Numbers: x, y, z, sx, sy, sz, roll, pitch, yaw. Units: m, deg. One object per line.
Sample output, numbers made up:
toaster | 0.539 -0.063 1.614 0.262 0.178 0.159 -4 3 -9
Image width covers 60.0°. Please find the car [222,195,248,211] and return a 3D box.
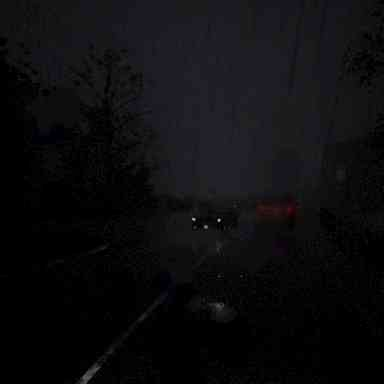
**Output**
car | 7.482 1.451 45.529 5.566 2.045 2.435 0 -1 -20

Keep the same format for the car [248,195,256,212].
car | 9.578 1.499 39.955 4.553 1.767 2.185 0 -1 -21

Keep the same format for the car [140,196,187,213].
car | -3.574 1.592 40.170 4.892 1.521 2.231 0 -1 -21

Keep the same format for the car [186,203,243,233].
car | 1.482 1.582 20.005 1.895 1.301 4.718 0 0 20

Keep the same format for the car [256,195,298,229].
car | 5.855 1.235 22.348 2.150 2.045 5.566 1 -1 17

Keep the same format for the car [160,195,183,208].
car | -3.401 1.553 54.282 2.150 2.045 5.566 0 -2 -20

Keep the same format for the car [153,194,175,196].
car | -4.537 1.380 42.796 5.566 2.045 2.435 0 -1 -21

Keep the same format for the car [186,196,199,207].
car | -0.264 1.670 55.431 2.150 2.045 5.566 0 -2 -21

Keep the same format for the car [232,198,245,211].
car | 4.570 1.726 42.143 1.994 1.385 4.181 0 -1 -19

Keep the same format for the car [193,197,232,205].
car | 2.272 1.596 38.716 2.128 1.511 4.902 0 -1 -20
